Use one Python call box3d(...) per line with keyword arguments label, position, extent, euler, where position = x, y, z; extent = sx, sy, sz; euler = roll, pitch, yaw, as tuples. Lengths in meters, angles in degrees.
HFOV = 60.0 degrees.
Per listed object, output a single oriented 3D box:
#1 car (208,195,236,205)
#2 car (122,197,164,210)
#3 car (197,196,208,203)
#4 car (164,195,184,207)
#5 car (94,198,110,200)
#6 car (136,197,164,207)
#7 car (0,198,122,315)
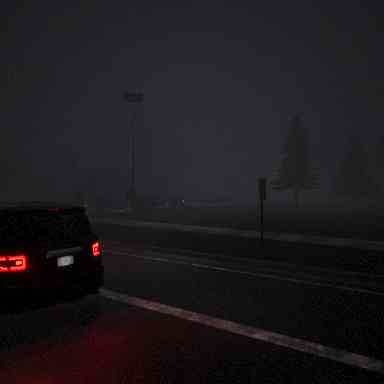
box3d(label="car", position=(5.364, 1.505, 58.873), extent=(1.837, 1.490, 4.892), euler=(0, 0, 35))
box3d(label="car", position=(-6.412, 1.546, 42.026), extent=(2.033, 1.411, 5.357), euler=(0, 0, 35))
box3d(label="car", position=(2.854, 1.508, 67.397), extent=(1.837, 1.490, 4.892), euler=(0, 0, 35))
box3d(label="car", position=(-3.275, 1.351, 52.629), extent=(2.097, 1.767, 4.553), euler=(0, 0, 35))
box3d(label="car", position=(-11.545, 1.505, 40.787), extent=(1.837, 1.490, 4.892), euler=(0, 0, 35))
box3d(label="car", position=(-6.700, 1.526, 53.817), extent=(1.812, 1.442, 4.674), euler=(0, 0, 35))
box3d(label="car", position=(-4.269, 1.221, 6.995), extent=(5.566, 2.045, 2.150), euler=(0, 0, 35))
